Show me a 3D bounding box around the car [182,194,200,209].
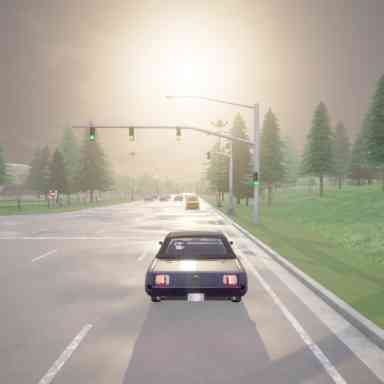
[{"bbox_3d":[-0.019,1.079,46.400,1.882,1.535,5.008,-3,17,-2],"label":"car"}]

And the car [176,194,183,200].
[{"bbox_3d":[-3.317,1.357,90.900,1.812,1.442,4.674,0,0,0],"label":"car"}]

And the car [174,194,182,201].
[{"bbox_3d":[-3.337,1.545,80.896,1.994,1.385,4.181,0,0,0],"label":"car"}]

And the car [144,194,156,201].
[{"bbox_3d":[-10.338,1.531,80.494,2.033,1.411,5.357,0,0,0],"label":"car"}]

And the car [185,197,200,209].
[{"bbox_3d":[0.071,1.576,49.853,2.033,1.411,5.357,-1,1,0],"label":"car"}]

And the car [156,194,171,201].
[{"bbox_3d":[-6.838,1.531,80.487,2.033,1.411,5.357,0,0,0],"label":"car"}]

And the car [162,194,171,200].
[{"bbox_3d":[-6.817,1.372,90.907,2.033,1.411,5.357,0,0,0],"label":"car"}]

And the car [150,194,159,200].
[{"bbox_3d":[-10.317,1.332,90.914,1.837,1.490,4.892,0,0,0],"label":"car"}]

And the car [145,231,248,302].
[{"bbox_3d":[0.095,1.601,8.185,1.895,1.301,4.718,0,0,1],"label":"car"}]
